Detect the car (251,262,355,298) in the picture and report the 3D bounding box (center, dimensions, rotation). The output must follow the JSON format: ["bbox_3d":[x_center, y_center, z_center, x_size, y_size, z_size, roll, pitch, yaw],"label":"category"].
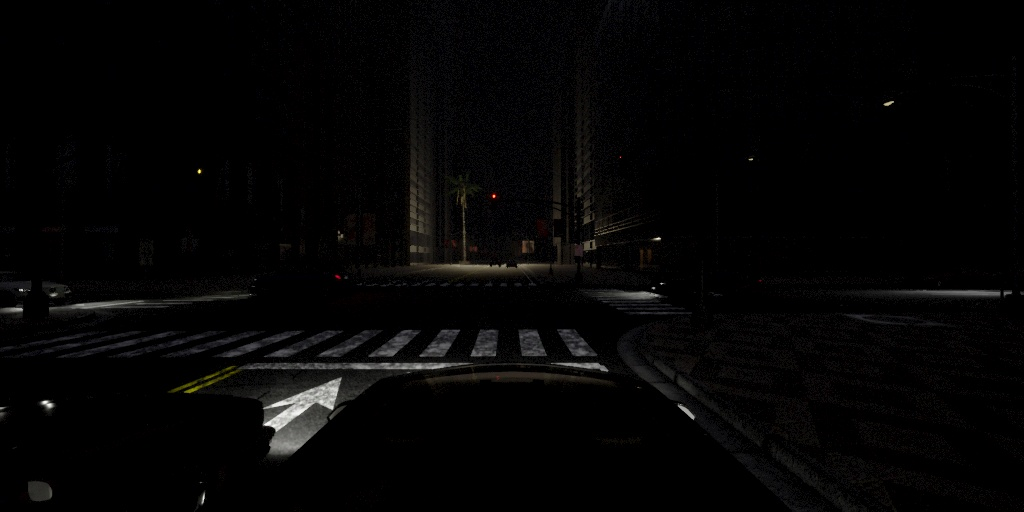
[{"bbox_3d":[-10.555,1.126,18.238,4.553,1.767,2.097,0,0,-1],"label":"car"}]

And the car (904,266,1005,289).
[{"bbox_3d":[26.421,1.275,21.732,4.207,1.307,1.802,0,0,-1],"label":"car"}]

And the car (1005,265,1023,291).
[{"bbox_3d":[29.670,1.262,19.033,4.718,1.301,1.895,0,0,-1],"label":"car"}]

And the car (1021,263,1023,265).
[{"bbox_3d":[32.059,1.117,21.832,4.097,1.591,1.967,0,0,-1],"label":"car"}]

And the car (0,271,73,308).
[{"bbox_3d":[-21.382,1.354,14.938,4.674,1.442,1.812,0,0,1],"label":"car"}]

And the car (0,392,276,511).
[{"bbox_3d":[-3.175,1.297,0.720,2.033,1.411,5.357,0,0,4],"label":"car"}]

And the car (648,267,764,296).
[{"bbox_3d":[10.023,1.273,18.690,5.357,1.411,2.033,0,0,-1],"label":"car"}]
